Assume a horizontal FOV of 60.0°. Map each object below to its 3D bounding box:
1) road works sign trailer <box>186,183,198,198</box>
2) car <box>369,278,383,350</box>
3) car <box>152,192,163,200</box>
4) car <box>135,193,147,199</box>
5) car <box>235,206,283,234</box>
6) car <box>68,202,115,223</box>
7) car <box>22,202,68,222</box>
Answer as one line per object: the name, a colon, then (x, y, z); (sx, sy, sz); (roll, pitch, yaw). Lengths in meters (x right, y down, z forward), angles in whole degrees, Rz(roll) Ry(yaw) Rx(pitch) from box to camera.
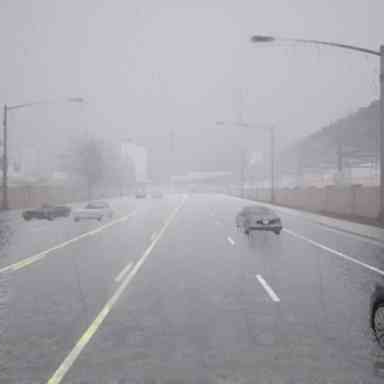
road works sign trailer: (-0.013, -0.462, 81.363); (2.380, 3.560, 2.880); (0, 1, 0)
car: (3.559, 1.494, 3.065); (2.128, 1.511, 4.902); (0, 0, 0)
car: (-7.013, 0.716, 67.566); (1.882, 1.535, 5.008); (0, 1, 0)
car: (-10.511, 0.808, 68.285); (1.895, 1.301, 4.718); (0, 1, 0)
car: (3.561, 1.457, 18.506); (2.033, 1.411, 5.357); (0, 1, 0)
car: (-7.106, 1.434, 24.363); (1.895, 1.301, 4.718); (0, 1, 0)
car: (-10.606, 1.431, 24.620); (1.895, 1.301, 4.718); (0, 1, 0)
